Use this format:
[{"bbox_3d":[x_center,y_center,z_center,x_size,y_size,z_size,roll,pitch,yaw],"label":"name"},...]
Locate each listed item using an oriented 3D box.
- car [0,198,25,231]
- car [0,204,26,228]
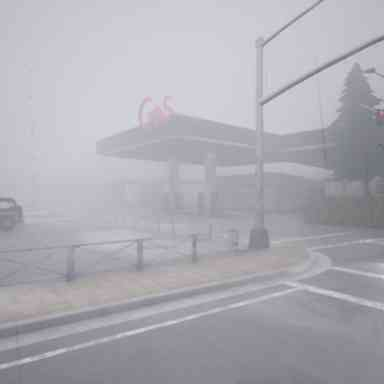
[{"bbox_3d":[-11.796,1.274,18.948,3.866,1.878,1.905,0,0,-36],"label":"car"},{"bbox_3d":[-13.238,1.560,22.005,3.806,1.475,1.970,0,0,-36],"label":"car"}]
